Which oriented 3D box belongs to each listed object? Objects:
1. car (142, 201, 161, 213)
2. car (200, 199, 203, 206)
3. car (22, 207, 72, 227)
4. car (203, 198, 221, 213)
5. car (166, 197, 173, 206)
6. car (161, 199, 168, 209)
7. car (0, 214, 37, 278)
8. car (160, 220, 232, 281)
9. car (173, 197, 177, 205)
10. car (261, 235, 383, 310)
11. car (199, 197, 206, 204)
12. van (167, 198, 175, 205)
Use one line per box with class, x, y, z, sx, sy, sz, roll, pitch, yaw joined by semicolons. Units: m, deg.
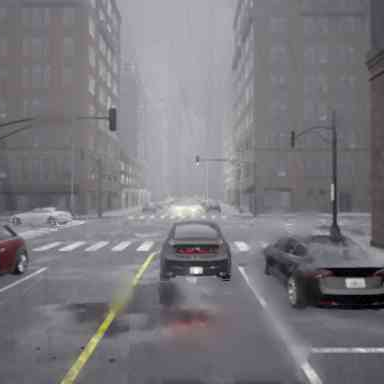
car;-5.653;2.060;44.976;1.802;1.307;4.206;0;-1;0
car;2.887;2.155;55.783;2.008;1.369;4.403;0;-1;0
car;-11.982;1.952;26.509;4.674;1.442;1.812;0;-1;6
car;2.871;1.918;44.968;1.967;1.590;4.097;0;-1;0
car;-5.616;2.332;71.847;1.752;1.417;4.829;0;-1;0
car;-5.638;2.155;55.792;2.008;1.369;4.403;0;-1;0
car;-5.673;1.520;7.876;1.967;1.590;4.097;0;-1;0
car;0.096;1.607;10.201;1.837;1.490;4.892;0;-1;0
car;-5.601;2.271;82.836;2.192;1.841;5.009;0;-1;0
car;2.852;1.645;7.878;1.947;1.339;4.313;0;-1;0
car;2.901;2.178;66.602;1.967;1.590;4.097;0;-1;0
van;-5.594;2.373;88.243;1.690;1.788;3.998;0;-1;0
